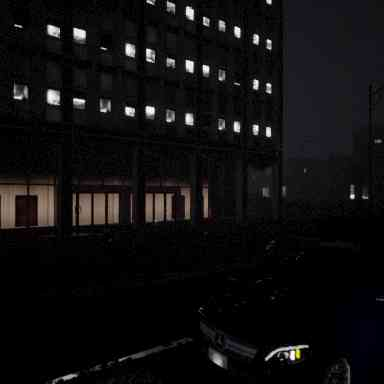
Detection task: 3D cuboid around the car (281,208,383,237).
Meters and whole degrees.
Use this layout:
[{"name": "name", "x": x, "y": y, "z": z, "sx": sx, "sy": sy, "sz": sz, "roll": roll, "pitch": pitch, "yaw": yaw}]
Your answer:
[{"name": "car", "x": 3.859, "y": 1.442, "z": 9.315, "sx": 4.097, "sy": 1.590, "sz": 1.967, "roll": 0, "pitch": 0, "yaw": -36}]

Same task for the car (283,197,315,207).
[{"name": "car", "x": 15.480, "y": 1.487, "z": 48.508, "sx": 1.802, "sy": 1.307, "sz": 4.206, "roll": 1, "pitch": 0, "yaw": -35}]

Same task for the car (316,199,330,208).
[{"name": "car", "x": 18.533, "y": 1.453, "z": 44.093, "sx": 1.752, "sy": 1.417, "sz": 4.829, "roll": 1, "pitch": 0, "yaw": -35}]

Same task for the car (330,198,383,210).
[{"name": "car", "x": 17.847, "y": 1.473, "z": 34.900, "sx": 2.033, "sy": 1.411, "sz": 5.357, "roll": 0, "pitch": 0, "yaw": -35}]

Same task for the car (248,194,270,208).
[{"name": "car", "x": 8.589, "y": 1.173, "z": 43.743, "sx": 2.192, "sy": 1.841, "sz": 5.009, "roll": 1, "pitch": 0, "yaw": -35}]

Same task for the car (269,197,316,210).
[{"name": "car", "x": 11.736, "y": 1.432, "z": 39.188, "sx": 2.008, "sy": 1.369, "sz": 4.403, "roll": 1, "pitch": 0, "yaw": -35}]

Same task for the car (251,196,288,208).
[{"name": "car", "x": 10.519, "y": 1.348, "z": 45.490, "sx": 1.882, "sy": 1.535, "sz": 5.008, "roll": 0, "pitch": 0, "yaw": -35}]

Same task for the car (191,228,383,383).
[{"name": "car", "x": 2.172, "y": 1.527, "z": 4.931, "sx": 4.674, "sy": 1.442, "sz": 1.812, "roll": 0, "pitch": 0, "yaw": -36}]

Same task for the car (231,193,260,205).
[{"name": "car", "x": 9.184, "y": 1.174, "z": 57.616, "sx": 2.192, "sy": 1.841, "sz": 5.009, "roll": 1, "pitch": 0, "yaw": -35}]
